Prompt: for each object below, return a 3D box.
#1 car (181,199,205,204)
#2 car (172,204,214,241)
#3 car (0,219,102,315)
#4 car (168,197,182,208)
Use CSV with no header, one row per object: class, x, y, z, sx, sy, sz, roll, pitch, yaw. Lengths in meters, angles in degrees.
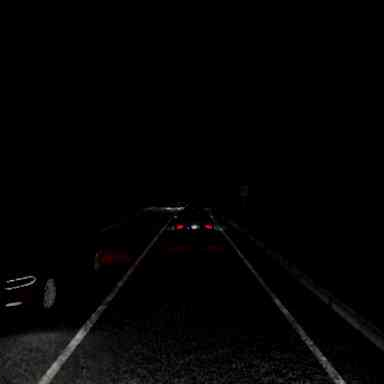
car,0.369,1.500,36.776,2.128,1.511,4.902,0,0,3
car,0.102,1.553,16.706,2.033,1.411,5.357,0,0,0
car,-3.598,1.481,7.866,1.882,1.535,5.008,0,0,0
car,-2.330,1.491,49.229,1.882,1.535,5.008,0,0,6
